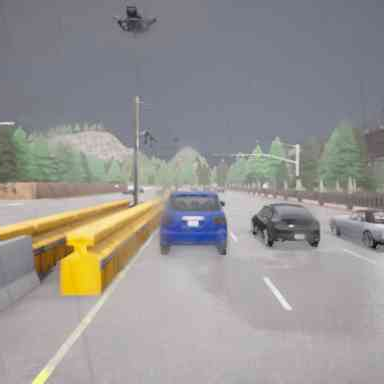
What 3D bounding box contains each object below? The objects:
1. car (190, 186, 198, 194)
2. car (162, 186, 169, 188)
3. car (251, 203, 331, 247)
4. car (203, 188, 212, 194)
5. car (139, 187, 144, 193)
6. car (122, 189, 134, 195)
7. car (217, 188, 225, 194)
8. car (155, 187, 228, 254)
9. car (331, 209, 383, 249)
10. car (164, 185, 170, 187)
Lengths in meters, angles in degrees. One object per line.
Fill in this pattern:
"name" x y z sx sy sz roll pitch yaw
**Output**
"car" 0.445 -0.546 86.112 2.097 1.767 4.553 0 1 0
"car" -6.640 -0.011 70.566 2.033 1.411 5.357 0 1 0
"car" 3.610 1.210 13.476 1.837 1.490 4.892 0 1 1
"car" 3.943 -0.353 85.710 2.033 1.411 5.357 0 1 0
"car" -13.553 -0.404 86.438 1.837 1.490 4.892 0 1 0
"car" -13.639 -0.004 70.860 1.994 1.385 4.181 0 1 0
"car" 7.445 -0.377 86.107 1.812 1.442 4.674 0 1 0
"car" 0.093 0.952 12.372 2.150 2.045 5.566 0 1 1
"car" 7.103 1.318 12.979 1.895 1.301 4.718 0 1 1
"car" -6.554 -0.675 86.247 2.150 2.045 5.566 0 1 0
